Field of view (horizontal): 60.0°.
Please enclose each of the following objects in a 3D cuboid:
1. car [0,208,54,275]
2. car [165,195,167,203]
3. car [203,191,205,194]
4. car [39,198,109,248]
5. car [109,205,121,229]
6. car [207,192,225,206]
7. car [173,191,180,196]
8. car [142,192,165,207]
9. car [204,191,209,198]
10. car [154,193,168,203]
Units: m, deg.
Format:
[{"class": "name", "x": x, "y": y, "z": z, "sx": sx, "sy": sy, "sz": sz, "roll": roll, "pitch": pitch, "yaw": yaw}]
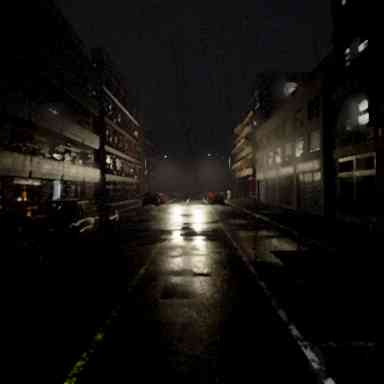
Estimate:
[{"class": "car", "x": -5.570, "y": 1.418, "z": 8.742, "sx": 1.967, "sy": 1.590, "sz": 4.097, "roll": -1, "pitch": 1, "yaw": 1}, {"class": "car", "x": -5.057, "y": 0.930, "z": 48.189, "sx": 1.967, "sy": 1.590, "sz": 4.097, "roll": -1, "pitch": 1, "yaw": 1}, {"class": "car", "x": 3.690, "y": 0.563, "z": 76.253, "sx": 2.008, "sy": 1.369, "sz": 4.403, "roll": -1, "pitch": 1, "yaw": 1}, {"class": "car", "x": -5.498, "y": 1.223, "z": 14.376, "sx": 2.192, "sy": 1.841, "sz": 5.009, "roll": -1, "pitch": 1, "yaw": 1}, {"class": "car", "x": -5.422, "y": 1.421, "z": 20.014, "sx": 1.802, "sy": 1.307, "sz": 4.206, "roll": -1, "pitch": 1, "yaw": 1}, {"class": "car", "x": 3.252, "y": 0.958, "z": 42.611, "sx": 1.752, "sy": 1.417, "sz": 4.829, "roll": -1, "pitch": 1, "yaw": 1}, {"class": "car", "x": -4.469, "y": 0.477, "z": 93.273, "sx": 2.008, "sy": 1.369, "sz": 4.403, "roll": -1, "pitch": 1, "yaw": 1}, {"class": "car", "x": -5.131, "y": 0.875, "z": 42.553, "sx": 2.192, "sy": 1.841, "sz": 5.009, "roll": -1, "pitch": 1, "yaw": 1}, {"class": "car", "x": 3.397, "y": 0.839, "z": 53.712, "sx": 1.887, "sy": 1.381, "sz": 4.507, "roll": -1, "pitch": 1, "yaw": 1}, {"class": "car", "x": -4.982, "y": 0.965, "z": 53.827, "sx": 1.887, "sy": 1.381, "sz": 4.507, "roll": -1, "pitch": 1, "yaw": 1}]
